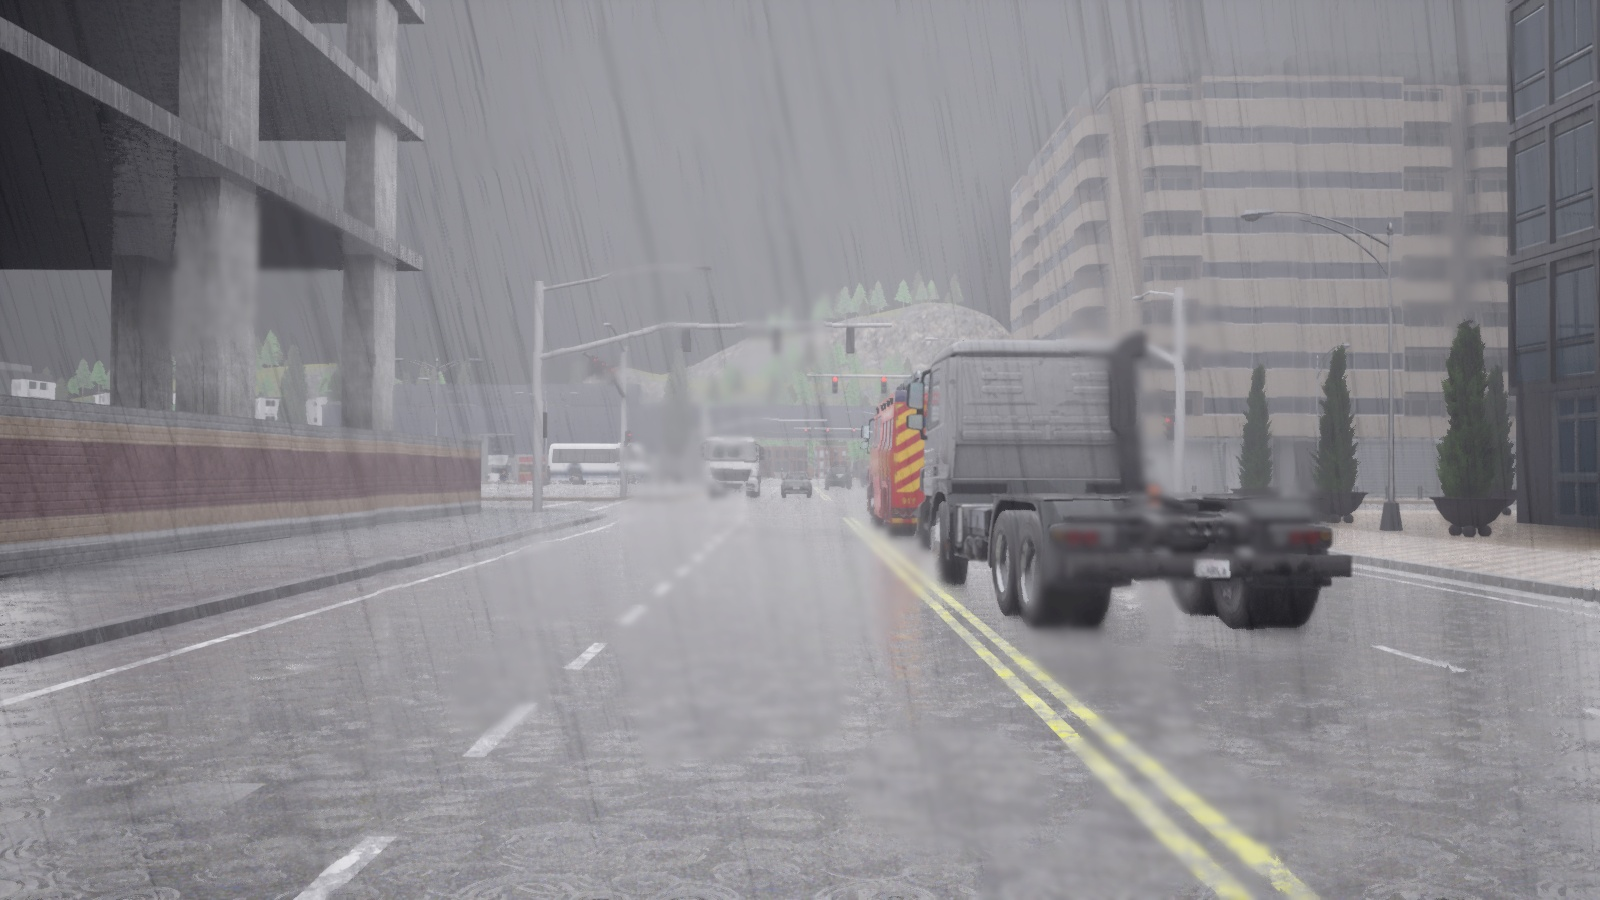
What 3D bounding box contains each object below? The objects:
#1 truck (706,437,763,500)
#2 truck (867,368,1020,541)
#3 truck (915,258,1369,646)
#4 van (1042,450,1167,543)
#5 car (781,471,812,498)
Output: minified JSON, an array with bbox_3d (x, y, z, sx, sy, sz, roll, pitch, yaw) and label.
[{"bbox_3d":[-3.691,1.064,72.659,2.891,3.462,7.936,0,-1,0],"label":"truck"},{"bbox_3d":[3.412,0.173,32.061,2.891,3.827,8.468,0,-1,0],"label":"truck"},{"bbox_3d":[3.444,0.074,15.245,2.891,3.462,7.936,0,-1,-4],"label":"truck"},{"bbox_3d":[6.924,1.025,29.000,1.775,1.987,4.442,0,-1,0],"label":"van"},{"bbox_3d":[-0.190,2.029,73.717,1.789,1.549,3.705,0,-1,0],"label":"car"}]
